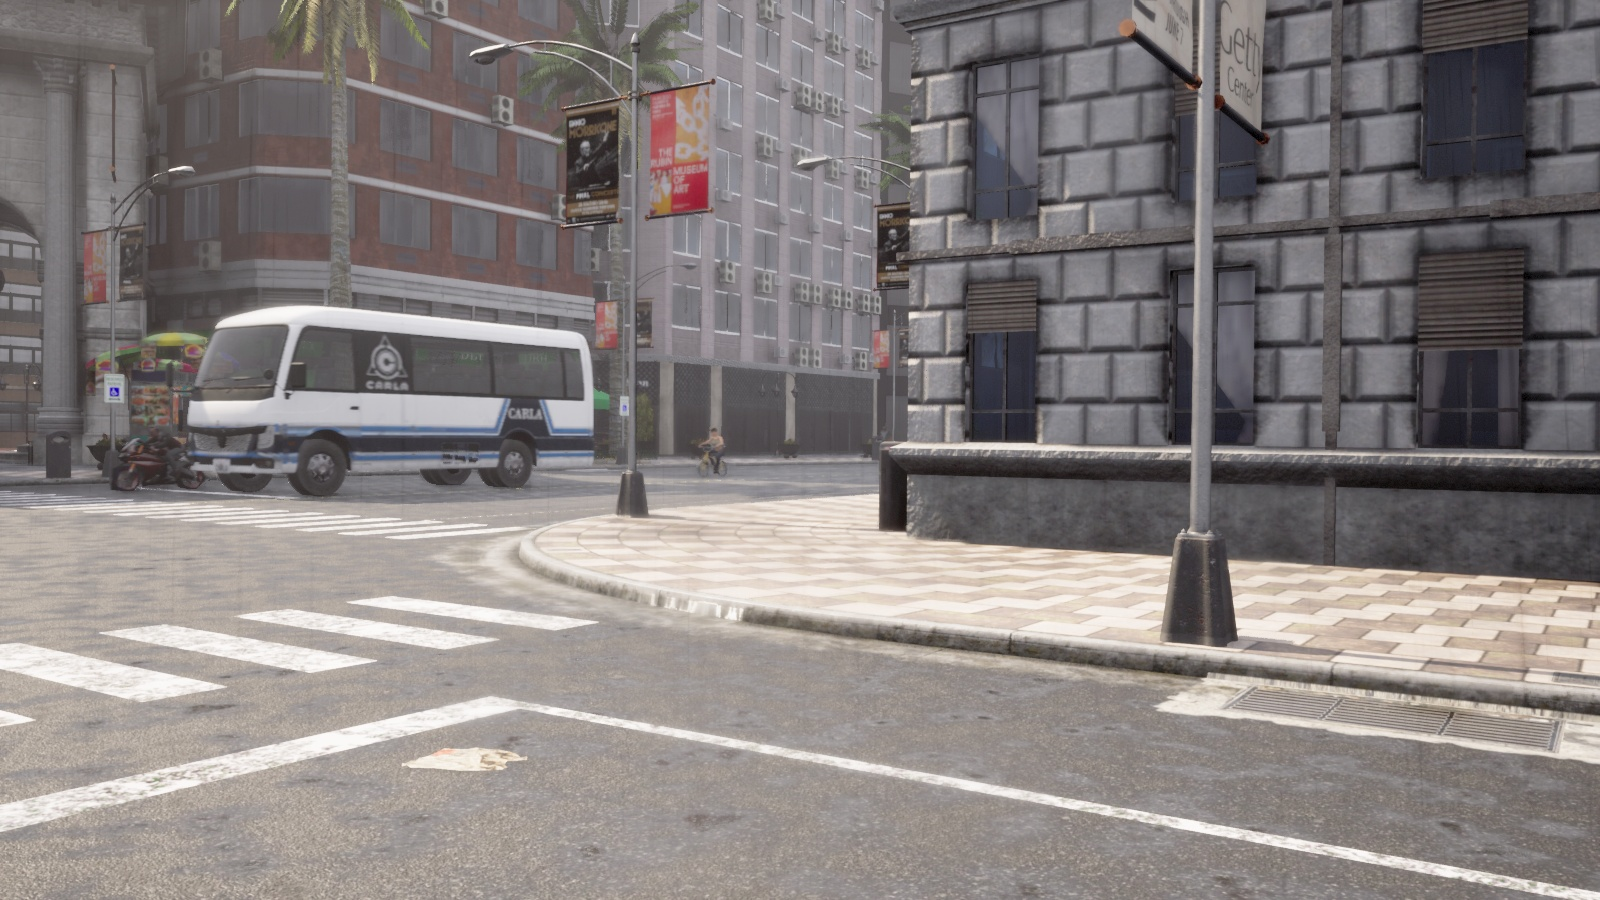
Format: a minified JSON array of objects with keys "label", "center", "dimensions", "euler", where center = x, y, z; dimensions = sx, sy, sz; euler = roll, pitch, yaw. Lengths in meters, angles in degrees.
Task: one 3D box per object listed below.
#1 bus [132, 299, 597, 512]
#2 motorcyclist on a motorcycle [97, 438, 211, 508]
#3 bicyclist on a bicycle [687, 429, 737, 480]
[{"label":"bus","center":[-9.945,-0.970,30.386],"dimensions":[3.944,4.253,10.273],"euler":[0,1,34]},{"label":"motorcyclist on a motorcycle","center":[-14.976,0.504,29.176],"dimensions":[0.866,1.530,2.191],"euler":[0,1,34]},{"label":"bicyclist on a bicycle","center":[-2.860,0.137,40.836],"dimensions":[0.866,1.612,1.509],"euler":[0,1,34]}]
